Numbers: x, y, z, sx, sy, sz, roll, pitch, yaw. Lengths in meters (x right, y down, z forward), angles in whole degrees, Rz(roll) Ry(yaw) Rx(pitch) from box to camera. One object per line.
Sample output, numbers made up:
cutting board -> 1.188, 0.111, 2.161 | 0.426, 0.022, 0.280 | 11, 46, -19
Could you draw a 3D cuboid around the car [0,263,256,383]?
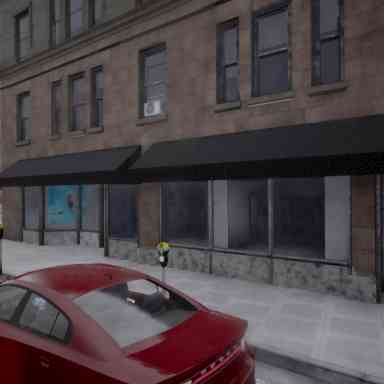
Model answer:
car -> -1.497, 1.545, 3.933 | 4.507, 1.381, 1.887 | 0, 0, 36
